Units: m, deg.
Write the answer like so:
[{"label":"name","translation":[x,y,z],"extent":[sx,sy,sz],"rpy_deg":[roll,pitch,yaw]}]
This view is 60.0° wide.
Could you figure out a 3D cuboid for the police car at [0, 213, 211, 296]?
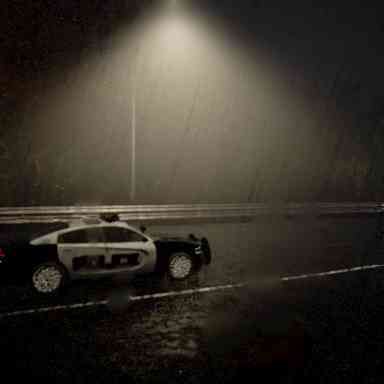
[{"label":"police car","translation":[-2.025,1.396,8.494],"extent":[5.238,1.638,1.930],"rpy_deg":[1,0,-25]}]
